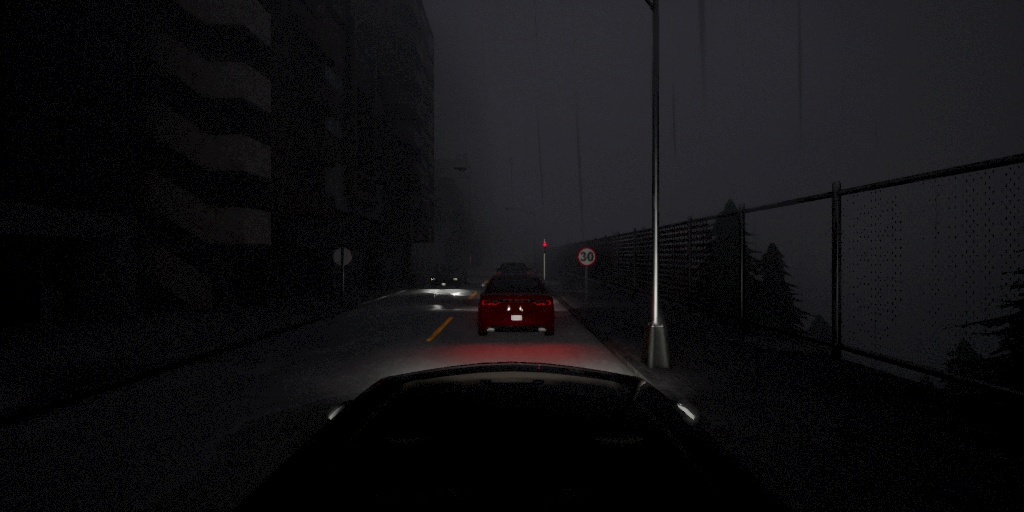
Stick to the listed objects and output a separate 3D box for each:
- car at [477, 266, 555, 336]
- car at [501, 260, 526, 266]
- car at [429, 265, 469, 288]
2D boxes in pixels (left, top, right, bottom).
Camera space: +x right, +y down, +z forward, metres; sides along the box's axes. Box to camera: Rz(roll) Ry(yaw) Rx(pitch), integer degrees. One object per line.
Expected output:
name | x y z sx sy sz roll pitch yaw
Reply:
car | 0.094 1.228 10.482 1.882 1.535 5.008 0 0 0
car | 0.090 1.102 20.851 2.097 1.767 4.553 0 0 0
car | -4.064 1.297 24.080 2.033 1.411 5.357 0 0 0
